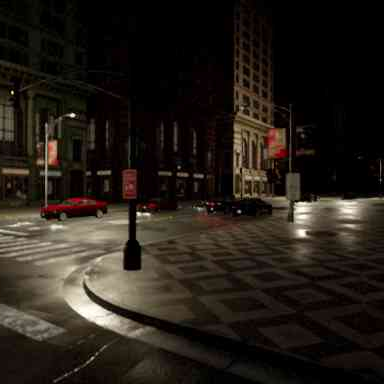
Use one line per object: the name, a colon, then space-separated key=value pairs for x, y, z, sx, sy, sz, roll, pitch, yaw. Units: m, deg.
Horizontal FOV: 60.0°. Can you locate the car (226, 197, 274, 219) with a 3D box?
car: x=4.746 y=1.209 z=25.821 sx=1.812 sy=1.442 sz=4.674 roll=0 pitch=1 yaw=35

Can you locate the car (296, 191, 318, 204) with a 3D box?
car: x=16.718 y=0.699 z=48.318 sx=2.097 sy=1.767 sz=4.553 roll=0 pitch=1 yaw=36

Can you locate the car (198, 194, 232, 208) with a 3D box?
car: x=2.892 y=0.998 z=40.370 sx=1.837 sy=1.490 sz=4.892 roll=0 pitch=1 yaw=36

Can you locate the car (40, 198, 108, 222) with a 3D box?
car: x=-8.514 y=1.221 z=24.340 sx=1.882 sy=1.535 sz=5.008 roll=0 pitch=1 yaw=35

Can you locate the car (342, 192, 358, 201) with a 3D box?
car: x=27.624 y=0.711 z=58.015 sx=1.812 sy=1.442 sz=4.674 roll=0 pitch=1 yaw=35

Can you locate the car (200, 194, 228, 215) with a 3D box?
car: x=3.040 y=1.137 z=29.032 sx=2.128 sy=1.511 sz=4.902 roll=0 pitch=1 yaw=35

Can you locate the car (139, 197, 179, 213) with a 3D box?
car: x=-3.146 y=1.188 z=31.888 sx=1.994 sy=1.385 sz=4.181 roll=0 pitch=1 yaw=36
